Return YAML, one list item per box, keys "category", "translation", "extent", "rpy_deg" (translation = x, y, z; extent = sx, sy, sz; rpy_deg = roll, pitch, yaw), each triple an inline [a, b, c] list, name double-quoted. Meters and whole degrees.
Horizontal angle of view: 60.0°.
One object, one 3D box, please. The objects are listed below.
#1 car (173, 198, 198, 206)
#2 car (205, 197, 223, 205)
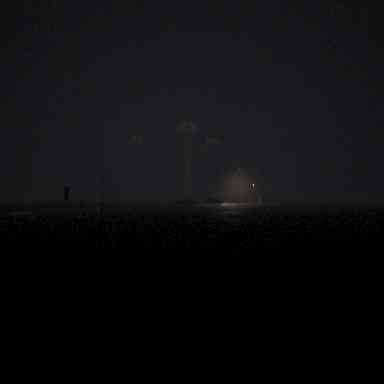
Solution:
- category: "car"
  translation: [-1.171, 1.809, 59.990]
  extent: [2.033, 1.411, 5.357]
  rpy_deg: [1, 0, 36]
- category: "car"
  translation: [4.525, 1.827, 68.028]
  extent: [1.837, 1.490, 4.892]
  rpy_deg: [1, 0, 36]
